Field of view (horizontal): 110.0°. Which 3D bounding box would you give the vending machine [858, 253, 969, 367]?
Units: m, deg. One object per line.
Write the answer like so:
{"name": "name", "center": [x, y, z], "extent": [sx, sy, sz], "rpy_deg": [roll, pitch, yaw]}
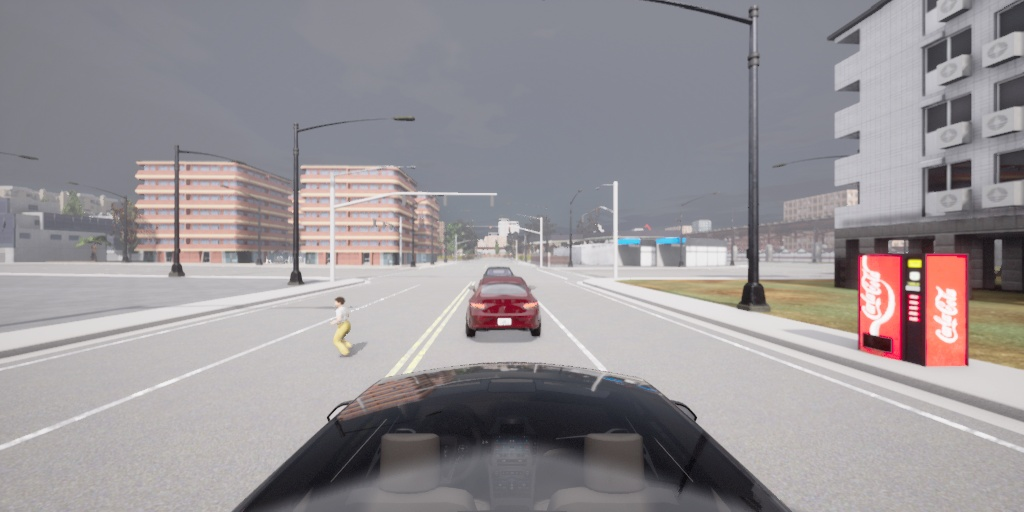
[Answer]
{"name": "vending machine", "center": [7.222, 0.941, 6.524], "extent": [1.100, 2.100, 0.880], "rpy_deg": [0, 0, -3]}

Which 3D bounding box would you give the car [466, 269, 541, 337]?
{"name": "car", "center": [-0.269, 1.268, 10.155], "extent": [1.812, 1.442, 4.674], "rpy_deg": [0, 0, -3]}

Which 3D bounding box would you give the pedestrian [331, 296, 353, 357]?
{"name": "pedestrian", "center": [-3.288, 1.319, 7.045], "extent": [0.375, 1.300, 0.375], "rpy_deg": [0, 0, -3]}

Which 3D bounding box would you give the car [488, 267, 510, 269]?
{"name": "car", "center": [-0.727, 1.281, 19.728], "extent": [2.033, 1.411, 5.357], "rpy_deg": [0, 0, -3]}
